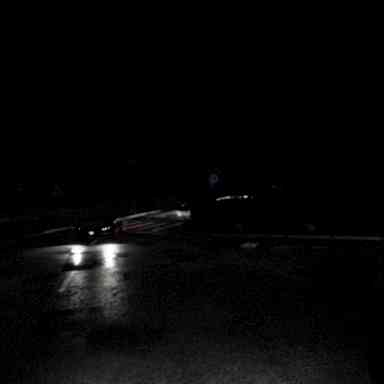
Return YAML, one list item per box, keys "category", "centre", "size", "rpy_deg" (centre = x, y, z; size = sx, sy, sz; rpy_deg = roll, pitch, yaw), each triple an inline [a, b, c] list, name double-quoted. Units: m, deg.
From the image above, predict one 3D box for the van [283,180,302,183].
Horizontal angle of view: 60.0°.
- category: "van"
  centre: [16.363, -0.473, 49.924]
  size: [4.442, 1.987, 1.878]
  rpy_deg: [-1, 2, 25]

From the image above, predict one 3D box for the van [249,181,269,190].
- category: "van"
  centre: [16.611, -1.664, 82.542]
  size: [4.442, 1.987, 1.878]
  rpy_deg: [-1, 2, 25]

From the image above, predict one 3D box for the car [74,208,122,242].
- category: "car"
  centre: [-4.787, 1.623, 17.425]
  size: [1.837, 1.490, 4.892]
  rpy_deg: [-2, 0, -6]

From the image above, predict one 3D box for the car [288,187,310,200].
- category: "car"
  centre: [9.358, 0.582, 34.849]
  size: [4.892, 1.521, 2.231]
  rpy_deg: [-1, 2, 25]

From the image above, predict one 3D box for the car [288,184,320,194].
- category: "car"
  centre: [18.541, -0.488, 55.037]
  size: [4.792, 1.488, 2.163]
  rpy_deg: [-1, 2, 25]

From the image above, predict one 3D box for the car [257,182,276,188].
- category: "car"
  centre: [20.211, -1.837, 90.149]
  size: [4.674, 1.452, 2.002]
  rpy_deg: [-1, 3, 25]

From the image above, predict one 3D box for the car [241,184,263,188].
- category: "car"
  centre: [10.269, -0.139, 56.948]
  size: [1.895, 1.301, 4.718]
  rpy_deg: [-1, 2, 25]

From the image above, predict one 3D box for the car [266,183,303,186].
- category: "car"
  centre: [11.688, 0.178, 39.873]
  size: [4.553, 1.767, 2.185]
  rpy_deg: [-1, 2, 25]

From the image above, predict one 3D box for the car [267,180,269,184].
- category: "car"
  centre: [15.558, -1.302, 79.954]
  size: [5.008, 1.535, 2.097]
  rpy_deg: [-1, 2, 25]

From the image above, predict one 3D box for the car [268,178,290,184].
- category: "car"
  centre: [16.355, -0.949, 62.199]
  size: [2.150, 2.045, 5.566]
  rpy_deg: [-1, 2, 25]

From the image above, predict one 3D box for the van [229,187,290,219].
- category: "van"
  centre: [4.648, 0.912, 24.801]
  size: [4.442, 1.987, 1.878]
  rpy_deg: [-1, 2, 25]

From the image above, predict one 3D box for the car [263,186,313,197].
- category: "car"
  centre: [10.519, 0.442, 37.366]
  size: [5.008, 1.535, 2.097]
  rpy_deg: [-1, 2, 25]

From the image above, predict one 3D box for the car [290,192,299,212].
- category: "car"
  centre: [5.941, 1.025, 27.269]
  size: [4.792, 1.488, 2.163]
  rpy_deg: [-1, 2, 25]

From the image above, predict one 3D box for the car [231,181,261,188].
- category: "car"
  centre: [10.880, -1.000, 69.764]
  size: [5.566, 2.045, 2.435]
  rpy_deg: [-1, 2, 25]

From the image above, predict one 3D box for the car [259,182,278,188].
- category: "car"
  centre: [21.379, -2.030, 92.691]
  size: [4.892, 1.521, 2.231]
  rpy_deg: [-1, 3, 25]

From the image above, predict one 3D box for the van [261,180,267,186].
- category: "van"
  centre: [14.498, -1.392, 77.347]
  size: [4.442, 1.987, 1.878]
  rpy_deg: [-1, 2, 25]

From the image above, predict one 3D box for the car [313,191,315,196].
- category: "car"
  centre: [12.814, 0.207, 42.415]
  size: [4.674, 1.452, 2.002]
  rpy_deg: [-1, 2, 25]

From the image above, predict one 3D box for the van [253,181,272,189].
- category: "van"
  centre: [17.984, -1.812, 84.991]
  size: [4.442, 1.987, 1.878]
  rpy_deg: [-1, 2, 25]

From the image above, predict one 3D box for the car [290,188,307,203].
- category: "car"
  centre: [8.241, 0.748, 32.314]
  size: [4.792, 1.488, 2.163]
  rpy_deg: [-1, 2, 25]

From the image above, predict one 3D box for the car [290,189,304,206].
- category: "car"
  centre: [6.894, 0.858, 29.881]
  size: [5.366, 1.575, 1.946]
  rpy_deg: [-1, 2, 25]

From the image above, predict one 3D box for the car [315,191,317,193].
- category: "car"
  centre: [13.960, 0.029, 44.937]
  size: [5.008, 1.535, 2.097]
  rpy_deg: [-1, 2, 25]

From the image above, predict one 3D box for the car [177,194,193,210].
- category: "car"
  centre: [0.092, 0.960, 34.829]
  size: [2.128, 1.511, 4.902]
  rpy_deg: [-1, 2, 25]
